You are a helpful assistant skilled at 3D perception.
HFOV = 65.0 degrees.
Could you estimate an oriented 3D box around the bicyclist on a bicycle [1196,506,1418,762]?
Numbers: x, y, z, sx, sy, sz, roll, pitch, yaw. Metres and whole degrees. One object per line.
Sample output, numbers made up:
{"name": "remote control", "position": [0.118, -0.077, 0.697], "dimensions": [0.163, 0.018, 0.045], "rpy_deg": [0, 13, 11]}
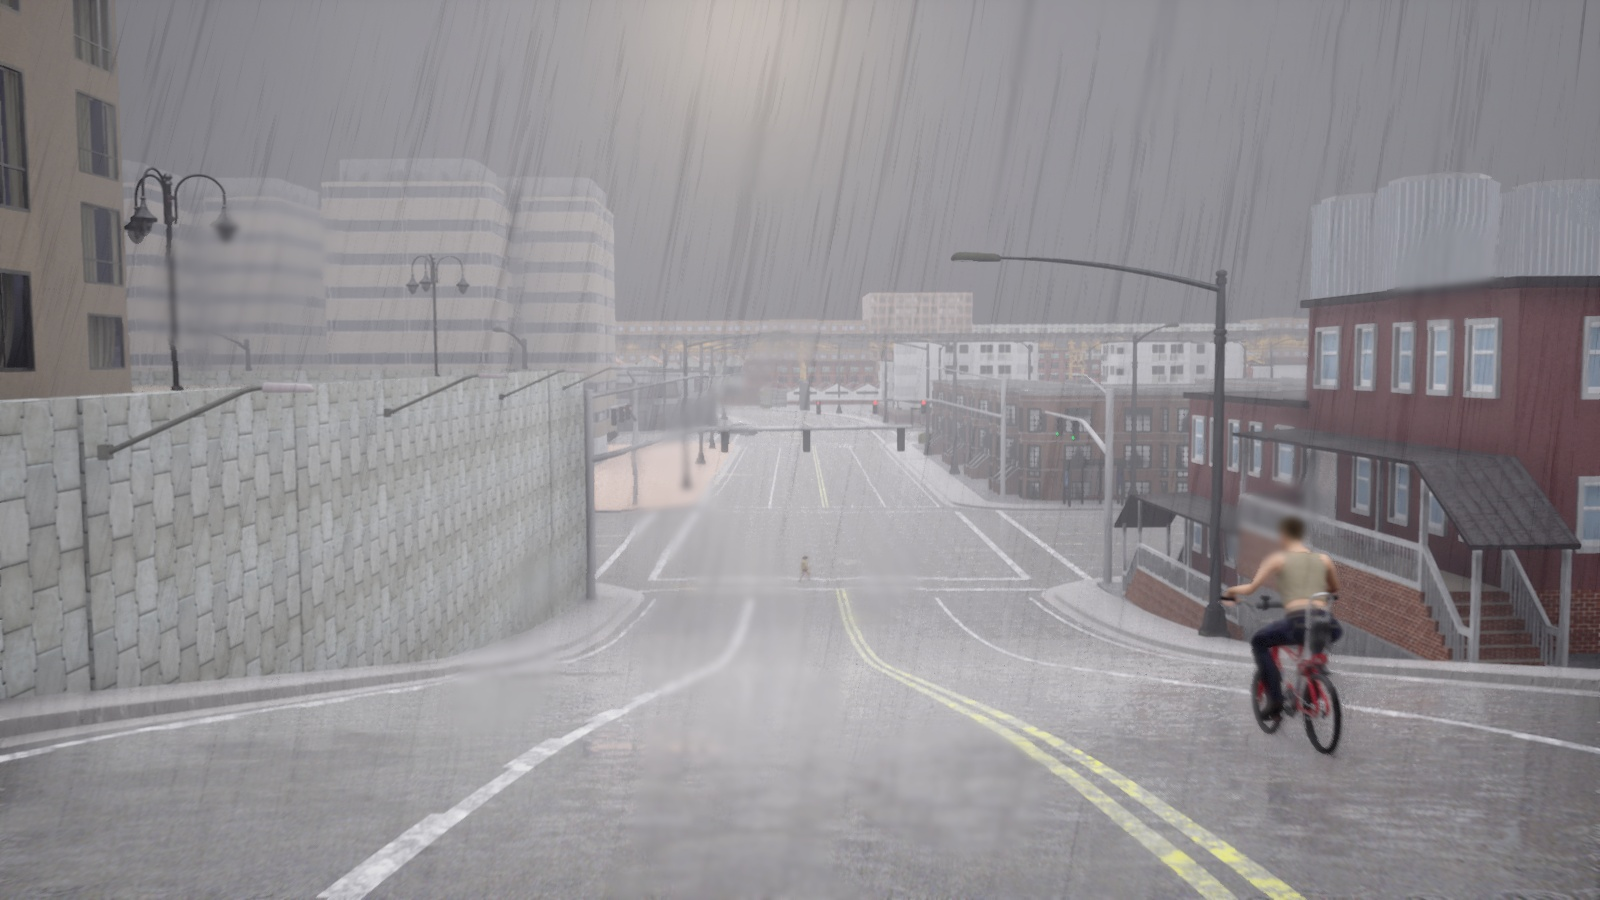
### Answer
{"name": "bicyclist on a bicycle", "position": [3.480, 1.242, 8.796], "dimensions": [0.866, 1.612, 1.509], "rpy_deg": [-1, -5, 0]}
